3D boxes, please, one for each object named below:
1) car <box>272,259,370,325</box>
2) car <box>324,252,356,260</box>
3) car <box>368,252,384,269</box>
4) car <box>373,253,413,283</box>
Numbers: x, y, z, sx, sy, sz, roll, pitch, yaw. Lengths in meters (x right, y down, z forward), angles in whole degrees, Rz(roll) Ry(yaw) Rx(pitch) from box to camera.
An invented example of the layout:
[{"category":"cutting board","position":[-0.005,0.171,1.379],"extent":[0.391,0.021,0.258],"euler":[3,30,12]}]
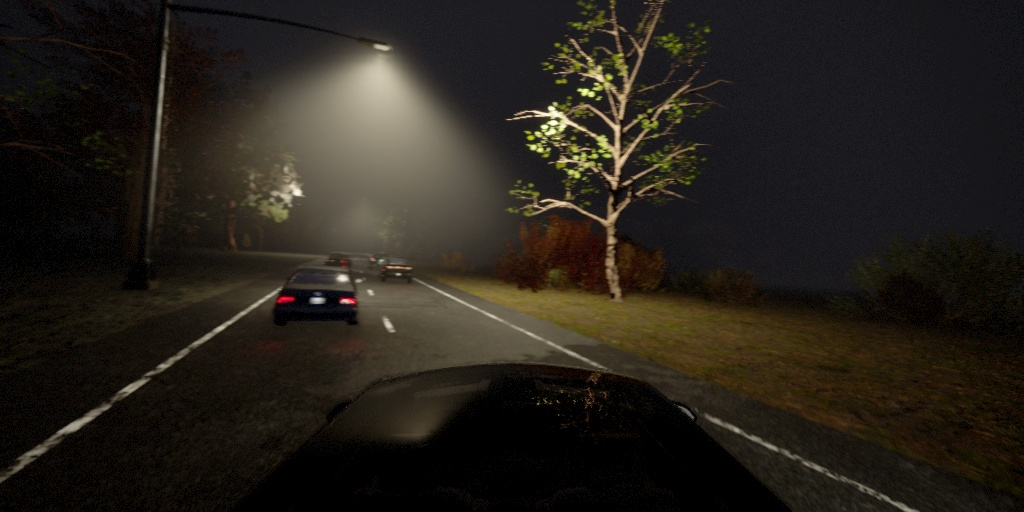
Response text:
[{"category":"car","position":[-5.326,0.967,10.138],"extent":[2.033,1.411,5.357],"euler":[5,-1,-25]},{"category":"car","position":[-13.192,0.484,27.449],"extent":[1.837,1.490,4.892],"euler":[5,-1,-24]},{"category":"car","position":[-13.428,0.395,36.500],"extent":[2.097,1.767,4.553],"euler":[5,-1,-23]},{"category":"car","position":[-7.739,0.852,23.701],"extent":[2.128,1.511,4.902],"euler":[5,-1,-24]}]
